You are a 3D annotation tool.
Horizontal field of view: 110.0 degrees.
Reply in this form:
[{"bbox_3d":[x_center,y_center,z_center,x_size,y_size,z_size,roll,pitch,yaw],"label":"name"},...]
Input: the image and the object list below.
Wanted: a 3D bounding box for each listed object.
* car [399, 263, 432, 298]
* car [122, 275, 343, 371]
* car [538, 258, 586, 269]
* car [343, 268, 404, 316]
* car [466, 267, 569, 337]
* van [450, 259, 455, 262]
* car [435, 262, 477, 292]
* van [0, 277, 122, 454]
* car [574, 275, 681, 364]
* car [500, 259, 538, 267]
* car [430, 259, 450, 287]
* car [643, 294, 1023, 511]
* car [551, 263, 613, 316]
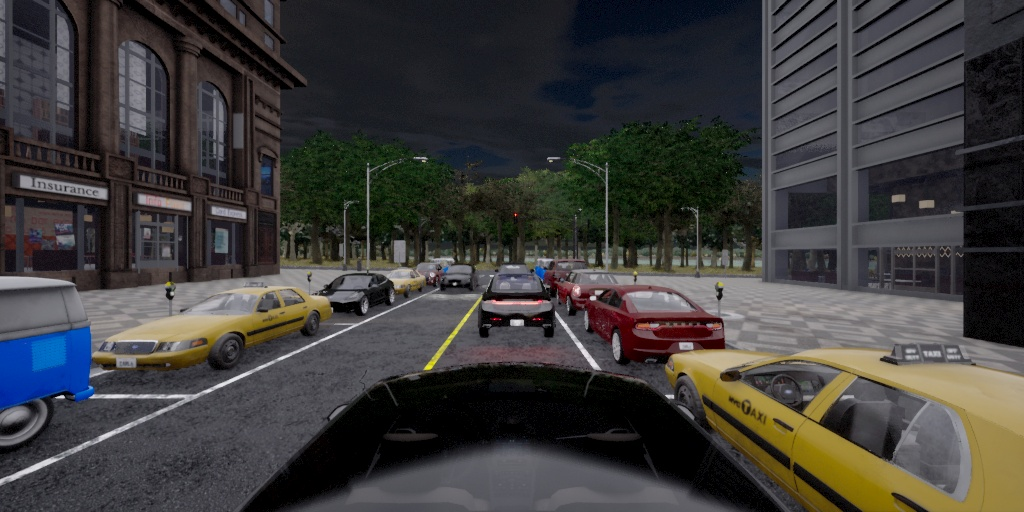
[{"bbox_3d":[-5.737,1.277,18.639,1.751,1.417,4.829,0,0,0],"label":"car"},{"bbox_3d":[-5.754,1.275,7.764,1.751,1.417,4.829,0,0,0],"label":"car"},{"bbox_3d":[2.788,1.066,18.795,2.192,1.841,5.009,0,0,0],"label":"car"},{"bbox_3d":[-5.745,1.316,13.371,1.948,1.339,4.313,0,0,0],"label":"car"},{"bbox_3d":[0.113,1.242,10.235,2.128,1.511,4.902,0,0,0],"label":"car"},{"bbox_3d":[-5.720,1.095,29.684,1.690,1.789,3.998,0,0,0],"label":"van"},{"bbox_3d":[-3.024,1.259,21.454,1.837,1.490,4.892,0,-1,1],"label":"car"},{"bbox_3d":[-5.762,1.091,2.496,1.690,1.789,3.998,0,0,0],"label":"van"},{"bbox_3d":[2.771,1.295,7.921,1.888,1.381,4.507,0,0,0],"label":"car"},{"bbox_3d":[0.128,1.103,19.200,2.097,1.767,4.553,0,0,1],"label":"car"},{"bbox_3d":[-5.728,1.192,24.246,1.967,1.591,4.097,0,0,0],"label":"car"},{"bbox_3d":[2.763,1.275,2.653,1.751,1.417,4.829,0,0,0],"label":"car"},{"bbox_3d":[2.780,1.190,13.358,1.967,1.591,4.097,0,0,0],"label":"car"}]
